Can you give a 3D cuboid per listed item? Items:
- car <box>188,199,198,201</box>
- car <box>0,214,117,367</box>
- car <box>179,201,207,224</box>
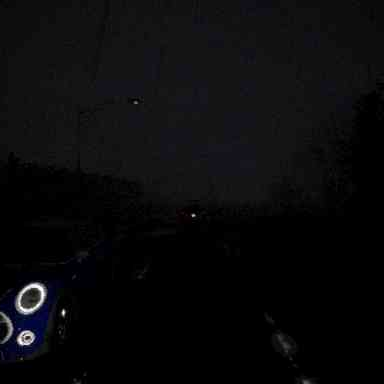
[{"bbox_3d":[0.098,1.597,42.483,2.033,1.411,5.357,0,0,0],"label":"car"},{"bbox_3d":[-2.848,1.358,6.136,2.097,1.767,4.553,0,0,0],"label":"car"},{"bbox_3d":[0.099,1.588,24.889,1.994,1.385,4.181,0,0,0],"label":"car"}]
